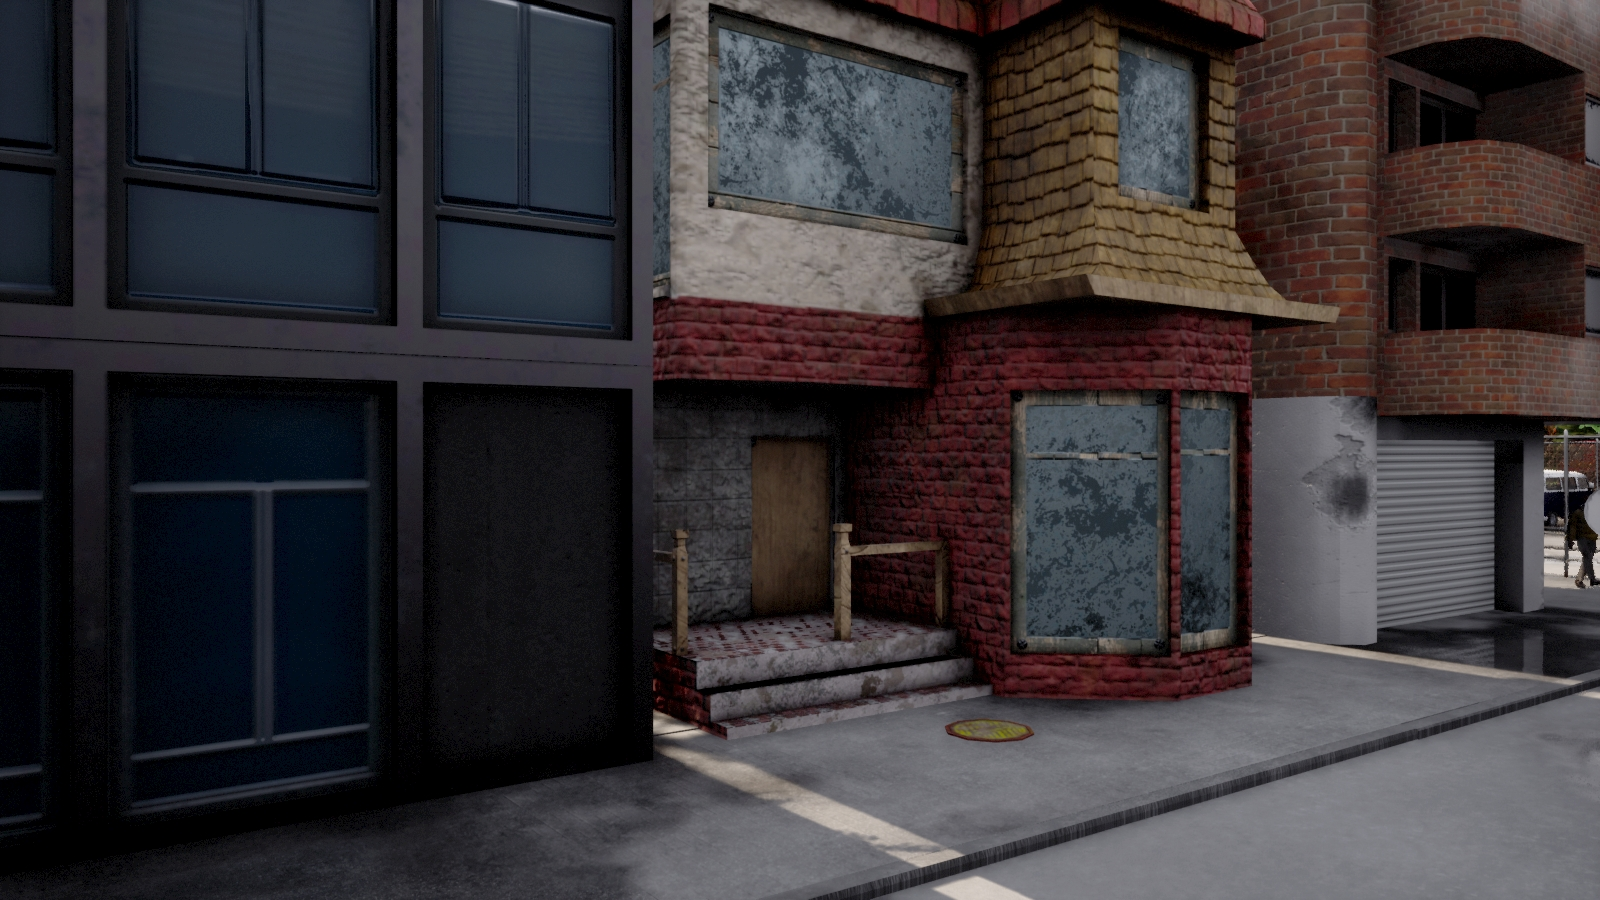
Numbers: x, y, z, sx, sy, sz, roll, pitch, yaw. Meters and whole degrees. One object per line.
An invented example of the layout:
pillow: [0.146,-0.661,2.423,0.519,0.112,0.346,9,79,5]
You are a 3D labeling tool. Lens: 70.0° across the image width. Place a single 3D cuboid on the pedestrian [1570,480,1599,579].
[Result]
pedestrian: [14.955,1.506,21.741,0.375,1.860,0.375,0,0,10]
